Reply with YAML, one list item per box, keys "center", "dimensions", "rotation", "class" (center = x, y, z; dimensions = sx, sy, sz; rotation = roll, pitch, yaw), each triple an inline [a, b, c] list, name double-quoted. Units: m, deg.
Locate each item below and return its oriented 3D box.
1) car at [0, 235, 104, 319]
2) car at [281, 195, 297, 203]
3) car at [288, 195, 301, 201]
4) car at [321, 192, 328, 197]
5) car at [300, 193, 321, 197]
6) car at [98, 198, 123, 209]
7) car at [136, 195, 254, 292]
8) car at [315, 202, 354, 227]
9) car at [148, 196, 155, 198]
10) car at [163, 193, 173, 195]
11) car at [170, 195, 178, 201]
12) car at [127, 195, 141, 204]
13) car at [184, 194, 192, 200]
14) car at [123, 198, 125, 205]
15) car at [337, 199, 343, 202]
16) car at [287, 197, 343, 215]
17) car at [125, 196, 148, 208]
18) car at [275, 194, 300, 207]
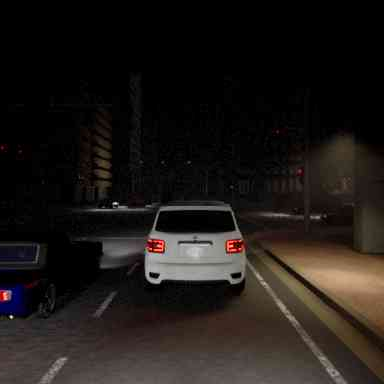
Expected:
- center: [-3.419, 1.601, 7.304]
  dimensions: [1.895, 1.301, 4.718]
  rotation: [0, 0, 1]
  class: "car"
- center: [18.826, 1.395, 64.496]
  dimensions: [1.970, 1.475, 3.806]
  rotation: [0, 0, 0]
  class: "car"
- center: [24.580, 1.395, 79.603]
  dimensions: [1.970, 1.475, 3.806]
  rotation: [0, 0, 0]
  class: "car"
- center: [30.159, 1.153, 79.658]
  dimensions: [1.932, 1.855, 4.605]
  rotation: [0, 0, 0]
  class: "car"
- center: [16.136, 1.156, 47.027]
  dimensions: [1.905, 1.878, 3.866]
  rotation: [0, 0, 0]
  class: "car"
- center: [-11.401, 1.547, 45.662]
  dimensions: [2.033, 1.411, 5.357]
  rotation: [0, 0, 0]
  class: "car"
- center: [0.094, 1.221, 9.055]
  dimensions: [2.150, 2.045, 5.566]
  rotation: [0, 0, 1]
  class: "car"
- center: [10.833, 1.564, 22.163]
  dimensions: [4.181, 1.385, 1.994]
  rotation: [0, 0, 0]
  class: "car"
- center: [-7.935, 1.505, 57.032]
  dimensions: [1.837, 1.490, 4.892]
  rotation: [0, 0, 0]
  class: "car"
- center: [-4.261, 1.221, 59.557]
  dimensions: [2.150, 2.045, 5.566]
  rotation: [0, 0, 0]
  class: "car"
- center: [-4.476, 1.500, 84.964]
  dimensions: [1.837, 1.490, 4.892]
  rotation: [0, 0, 0]
  class: "car"
- center: [-11.420, 1.478, 65.740]
  dimensions: [1.882, 1.535, 5.008]
  rotation: [0, 0, 0]
  class: "car"
- center: [-0.979, 1.304, 85.781]
  dimensions: [1.882, 1.535, 5.008]
  rotation: [0, 0, 0]
  class: "car"
- center: [-11.432, 1.601, 55.254]
  dimensions: [1.895, 1.301, 4.718]
  rotation: [0, 0, 0]
  class: "car"
- center: [15.453, 1.564, 29.314]
  dimensions: [4.181, 1.385, 1.994]
  rotation: [0, 0, 1]
  class: "car"
- center: [12.298, 1.505, 32.849]
  dimensions: [4.892, 1.490, 1.837]
  rotation: [0, 0, 0]
  class: "car"
- center: [-7.906, 1.478, 47.761]
  dimensions: [1.882, 1.535, 5.008]
  rotation: [0, 0, 0]
  class: "car"
- center: [13.242, 1.153, 47.078]
  dimensions: [1.932, 1.855, 4.605]
  rotation: [0, 0, 0]
  class: "car"
